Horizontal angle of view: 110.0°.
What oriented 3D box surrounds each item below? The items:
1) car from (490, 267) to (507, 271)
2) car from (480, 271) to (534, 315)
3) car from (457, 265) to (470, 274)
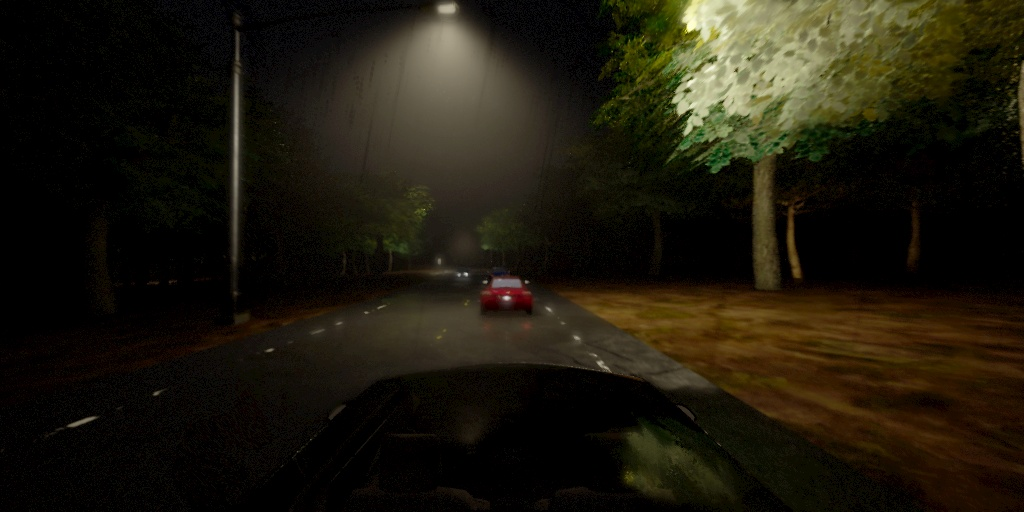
[{"bbox_3d":[-1.102,1.652,30.007,1.812,1.442,4.674,0,-1,-4],"label":"car"},{"bbox_3d":[-0.234,1.474,14.541,1.994,1.385,4.181,0,-1,-2],"label":"car"},{"bbox_3d":[-8.082,2.217,59.468,1.994,1.385,4.181,0,-1,-8],"label":"car"}]
